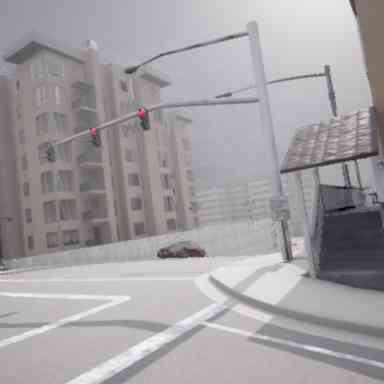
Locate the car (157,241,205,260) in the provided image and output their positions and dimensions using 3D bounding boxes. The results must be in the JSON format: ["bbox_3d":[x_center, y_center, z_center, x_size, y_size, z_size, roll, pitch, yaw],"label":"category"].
[{"bbox_3d":[-0.811,4.483,25.708,1.994,1.385,4.181,-11,-15,34],"label":"car"}]
